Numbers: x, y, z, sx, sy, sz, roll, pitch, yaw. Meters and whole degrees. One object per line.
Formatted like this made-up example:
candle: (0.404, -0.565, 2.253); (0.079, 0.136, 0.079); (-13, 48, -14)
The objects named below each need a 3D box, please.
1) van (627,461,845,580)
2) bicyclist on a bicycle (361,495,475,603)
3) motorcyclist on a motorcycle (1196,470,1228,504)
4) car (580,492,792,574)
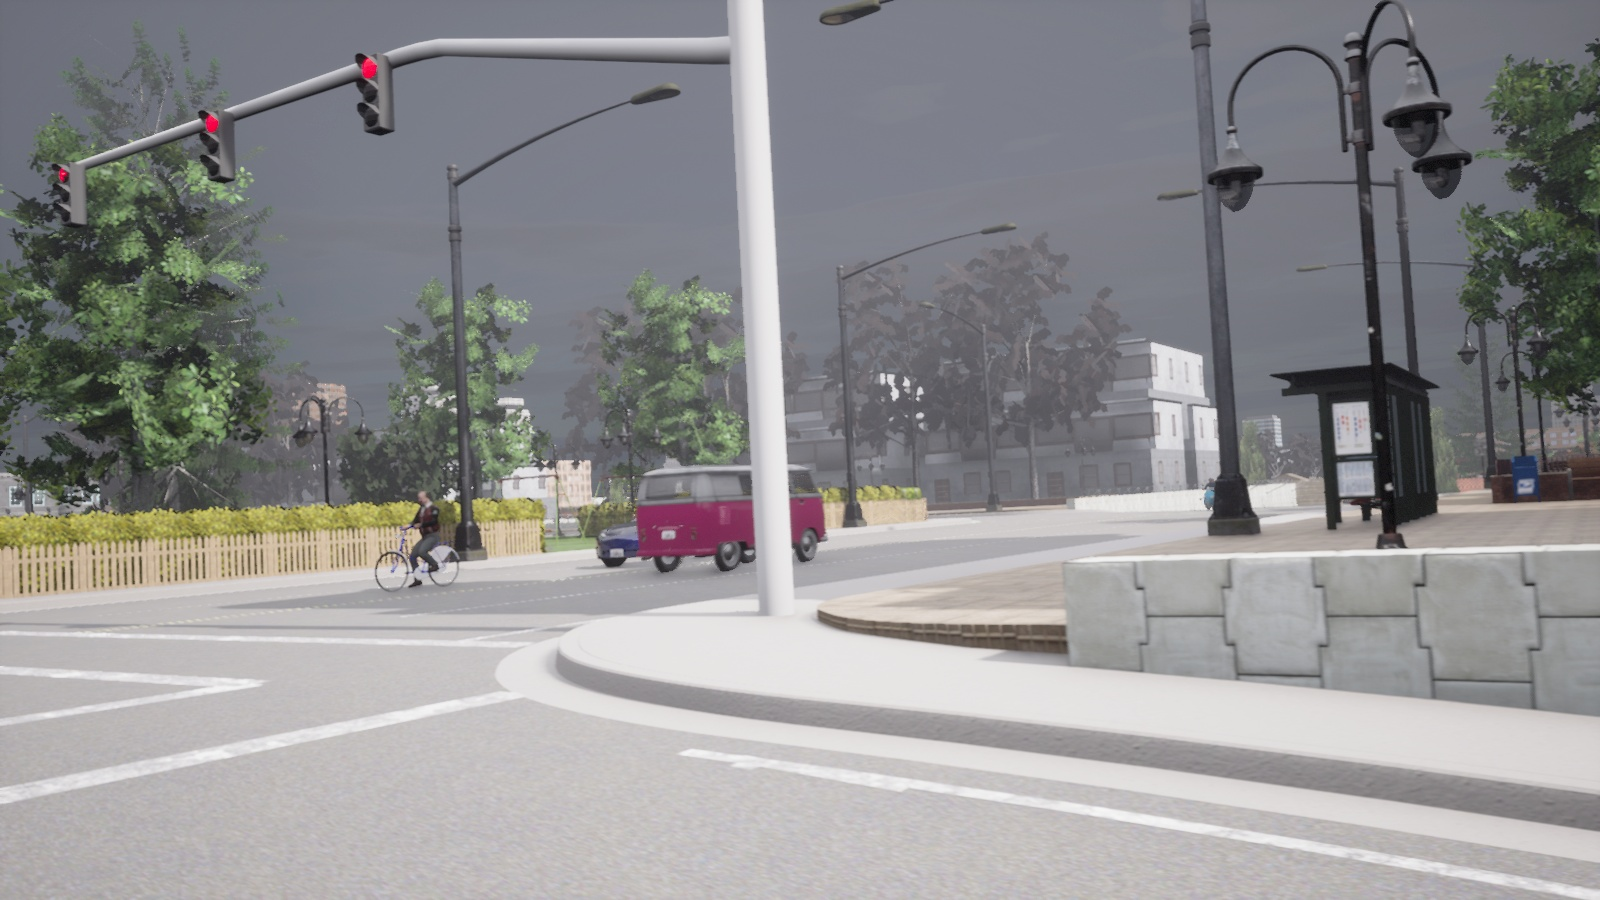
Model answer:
van: (-1.129, 1.308, 24.421); (1.775, 1.987, 4.442); (-6, -3, 34)
bicyclist on a bicycle: (-6.771, 1.740, 22.337); (0.659, 1.776, 1.843); (-6, -3, 34)
motorcyclist on a motorcycle: (20.298, 1.809, 61.849); (0.866, 1.590, 1.817); (-6, -4, 34)
car: (-2.477, 1.838, 28.592); (2.163, 1.488, 4.792); (-6, -3, 34)
